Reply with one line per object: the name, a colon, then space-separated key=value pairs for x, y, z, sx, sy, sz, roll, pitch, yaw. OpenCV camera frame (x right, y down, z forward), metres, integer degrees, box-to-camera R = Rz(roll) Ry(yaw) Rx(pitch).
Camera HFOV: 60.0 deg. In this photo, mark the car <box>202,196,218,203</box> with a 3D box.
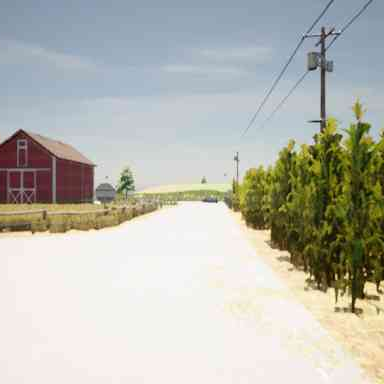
car: x=3.571 y=1.522 z=66.161 sx=1.994 sy=1.385 sz=4.181 roll=0 pitch=0 yaw=-20
